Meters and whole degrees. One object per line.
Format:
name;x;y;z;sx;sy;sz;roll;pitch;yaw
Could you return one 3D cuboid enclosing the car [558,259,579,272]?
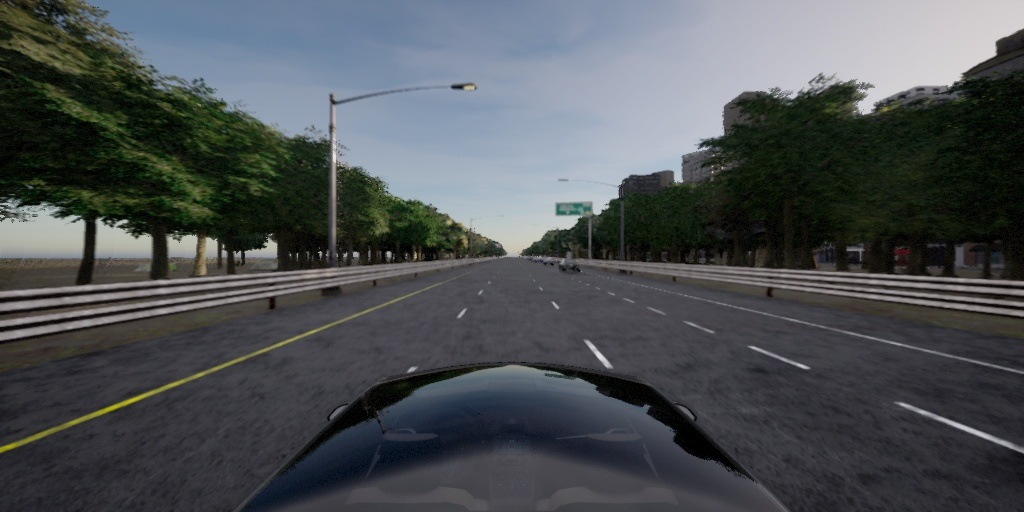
car;7.124;1.099;45.375;2.097;1.767;4.553;0;0;0
